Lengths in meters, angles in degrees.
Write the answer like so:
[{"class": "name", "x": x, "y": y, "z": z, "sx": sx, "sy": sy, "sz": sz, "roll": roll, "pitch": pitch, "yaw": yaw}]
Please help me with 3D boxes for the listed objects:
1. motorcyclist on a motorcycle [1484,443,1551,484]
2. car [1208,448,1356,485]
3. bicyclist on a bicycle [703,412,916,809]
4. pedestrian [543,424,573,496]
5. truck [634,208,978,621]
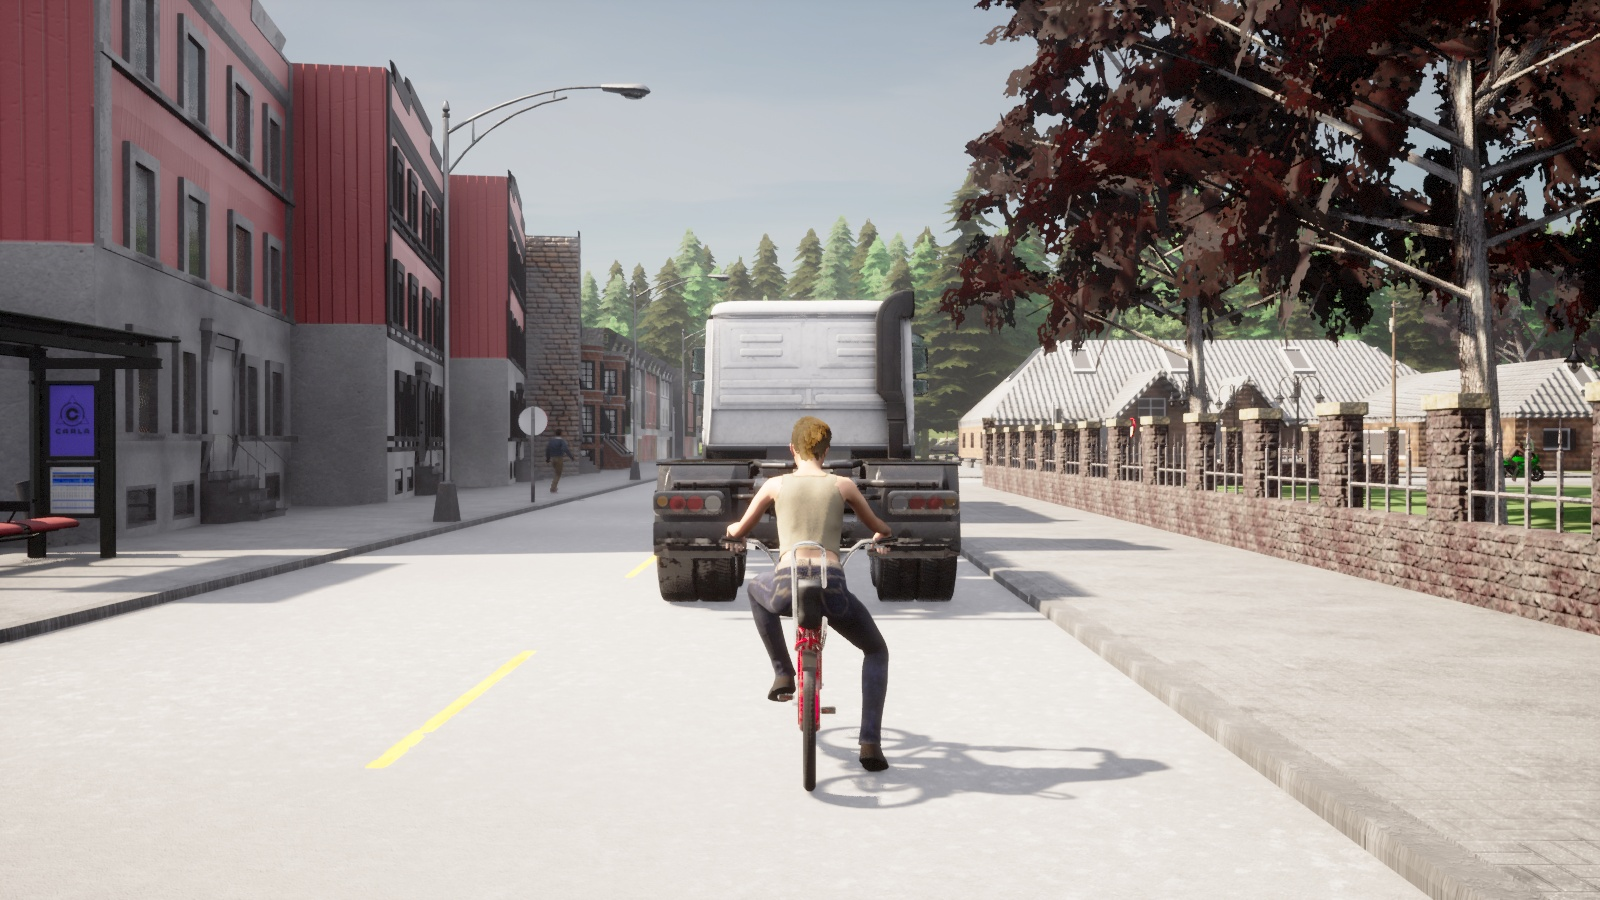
[{"class": "motorcyclist on a motorcycle", "x": 26.488, "y": 0.488, "z": 46.375, "sx": 2.044, "sy": 1.523, "sz": 0.797, "roll": 0, "pitch": 0, "yaw": -1}, {"class": "car", "x": 17.769, "y": 0.599, "z": 46.425, "sx": 4.718, "sy": 1.301, "sz": 1.895, "roll": 0, "pitch": 0, "yaw": -1}, {"class": "bicyclist on a bicycle", "x": 0.044, "y": 0.650, "z": 5.856, "sx": 0.866, "sy": 1.612, "sz": 1.509, "roll": 0, "pitch": 0, "yaw": 0}, {"class": "pedestrian", "x": -6.651, "y": 0.261, "z": 34.547, "sx": 0.423, "sy": 1.949, "sz": 0.788, "roll": 0, "pitch": 0, "yaw": 24}, {"class": "truck", "x": 0.095, "y": -0.317, "z": 14.519, "sx": 2.891, "sy": 3.462, "sz": 7.936, "roll": 0, "pitch": 0, "yaw": 1}]
